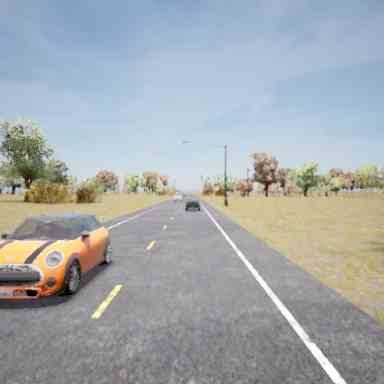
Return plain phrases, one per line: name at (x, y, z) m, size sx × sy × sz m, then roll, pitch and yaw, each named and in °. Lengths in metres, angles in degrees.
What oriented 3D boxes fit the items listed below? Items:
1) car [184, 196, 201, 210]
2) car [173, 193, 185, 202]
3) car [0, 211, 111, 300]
car at (0.106, 1.568, 43.076) m, size 1.837 × 1.490 × 4.892 m, roll 0°, pitch 0°, yaw 0°
car at (-3.489, 1.341, 81.984) m, size 2.150 × 2.045 × 5.566 m, roll 0°, pitch 0°, yaw 0°
car at (-3.599, 1.366, 8.654) m, size 2.097 × 1.767 × 4.553 m, roll 0°, pitch 0°, yaw 0°
